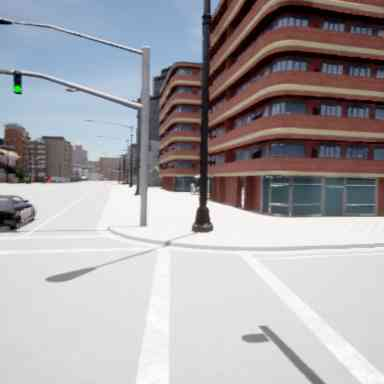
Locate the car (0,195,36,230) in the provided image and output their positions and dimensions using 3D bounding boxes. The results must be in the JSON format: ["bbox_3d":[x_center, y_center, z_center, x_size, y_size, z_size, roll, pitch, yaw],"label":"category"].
[{"bbox_3d":[-8.507,0.811,15.072,1.994,1.385,4.181,1,3,-12],"label":"car"}]
